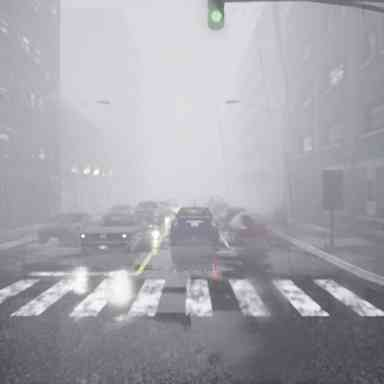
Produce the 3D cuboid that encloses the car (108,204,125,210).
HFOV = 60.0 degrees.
[{"bbox_3d":[-5.684,1.616,26.905,1.947,1.339,4.313,0,0,0],"label":"car"}]

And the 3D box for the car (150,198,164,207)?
[{"bbox_3d":[-5.671,1.691,54.522,1.802,1.307,4.206,0,0,0],"label":"car"}]

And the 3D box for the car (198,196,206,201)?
[{"bbox_3d":[2.728,1.757,93.169,2.008,1.369,4.403,-1,0,0],"label":"car"}]

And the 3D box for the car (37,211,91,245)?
[{"bbox_3d":[-5.690,1.594,15.858,1.947,1.339,4.313,0,0,0],"label":"car"}]

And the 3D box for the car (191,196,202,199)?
[{"bbox_3d":[0.122,1.616,45.841,1.812,1.442,4.674,0,0,0],"label":"car"}]

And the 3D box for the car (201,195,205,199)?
[{"bbox_3d":[2.712,1.648,60.199,1.752,1.417,4.829,0,0,0],"label":"car"}]

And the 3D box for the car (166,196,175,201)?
[{"bbox_3d":[-5.655,1.758,87.662,1.947,1.339,4.313,0,0,0],"label":"car"}]

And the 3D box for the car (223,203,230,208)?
[{"bbox_3d":[2.694,1.605,21.365,1.947,1.339,4.313,0,0,0],"label":"car"}]

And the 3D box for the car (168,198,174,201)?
[{"bbox_3d":[-3.070,1.589,33.187,1.812,1.442,4.674,0,0,0],"label":"car"}]

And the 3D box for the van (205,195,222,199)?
[{"bbox_3d":[2.700,1.414,37.936,1.690,1.788,3.998,0,0,0],"label":"van"}]

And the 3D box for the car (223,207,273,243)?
[{"bbox_3d":[2.691,1.610,15.842,1.802,1.307,4.206,0,0,0],"label":"car"}]

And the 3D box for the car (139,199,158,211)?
[{"bbox_3d":[-5.677,1.629,43.476,1.887,1.381,4.507,0,0,0],"label":"car"}]

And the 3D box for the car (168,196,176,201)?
[{"bbox_3d":[-5.653,1.751,93.186,1.887,1.381,4.507,0,0,0],"label":"car"}]

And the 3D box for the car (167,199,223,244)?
[{"bbox_3d":[0.108,1.380,15.968,2.097,1.767,4.553,0,0,0],"label":"car"}]

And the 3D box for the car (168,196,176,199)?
[{"bbox_3d":[-2.986,1.621,48.418,1.812,1.442,4.674,0,0,0],"label":"car"}]

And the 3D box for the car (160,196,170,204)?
[{"bbox_3d":[-5.664,1.674,70.923,1.752,1.417,4.829,0,0,0],"label":"car"}]

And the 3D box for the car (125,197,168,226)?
[{"bbox_3d":[-3.077,1.395,23.506,2.097,1.767,4.553,0,0,0],"label":"car"}]

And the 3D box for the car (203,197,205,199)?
[{"bbox_3d":[2.705,1.651,43.459,1.947,1.339,4.313,0,0,0],"label":"car"}]

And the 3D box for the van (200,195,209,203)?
[{"bbox_3d":[2.715,1.491,71.077,1.690,1.788,3.998,-1,0,0],"label":"van"}]

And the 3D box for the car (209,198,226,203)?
[{"bbox_3d":[2.699,1.606,32.412,1.887,1.381,4.507,0,0,0],"label":"car"}]

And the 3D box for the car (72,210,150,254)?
[{"bbox_3d":[-3.088,1.625,13.780,1.895,1.301,4.718,0,0,0],"label":"car"}]
